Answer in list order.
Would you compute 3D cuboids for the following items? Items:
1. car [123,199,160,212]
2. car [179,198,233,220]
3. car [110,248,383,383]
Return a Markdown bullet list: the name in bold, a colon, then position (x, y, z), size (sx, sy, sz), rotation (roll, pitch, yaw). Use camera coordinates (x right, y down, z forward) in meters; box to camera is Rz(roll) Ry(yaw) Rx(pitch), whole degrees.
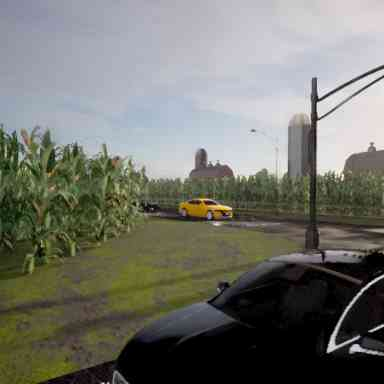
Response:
- **car**: position (-5.173, 1.322, 33.915), size (1.895, 1.301, 4.718), rotation (2, 0, -38)
- **car**: position (1.008, 1.279, 25.976), size (1.882, 1.535, 5.008), rotation (2, 0, -38)
- **car**: position (1.535, 1.505, 3.828), size (4.892, 1.490, 1.837), rotation (0, 0, -32)
